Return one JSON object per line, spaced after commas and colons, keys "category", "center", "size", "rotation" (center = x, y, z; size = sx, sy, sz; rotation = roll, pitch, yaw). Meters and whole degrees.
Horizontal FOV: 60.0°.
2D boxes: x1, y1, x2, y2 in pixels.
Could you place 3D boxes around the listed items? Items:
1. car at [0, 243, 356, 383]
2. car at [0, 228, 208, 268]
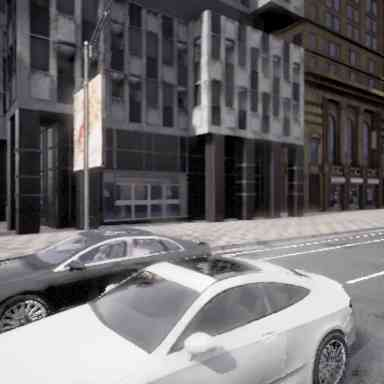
{"category": "car", "center": [0.000, 1.534, 3.686], "size": [4.674, 1.442, 1.812], "rotation": [0, 0, -36]}
{"category": "car", "center": [-1.754, 1.501, 6.428], "size": [4.902, 1.511, 2.128], "rotation": [0, 0, -36]}
